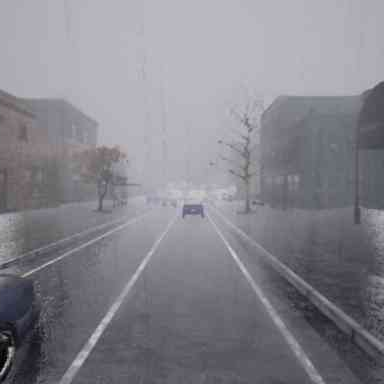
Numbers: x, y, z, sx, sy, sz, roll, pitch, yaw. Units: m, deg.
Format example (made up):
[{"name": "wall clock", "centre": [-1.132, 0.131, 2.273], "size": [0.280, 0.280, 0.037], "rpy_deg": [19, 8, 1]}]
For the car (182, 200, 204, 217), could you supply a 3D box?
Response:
[{"name": "car", "centre": [0.101, 1.442, 31.009], "size": [1.882, 1.535, 5.008], "rpy_deg": [0, 0, 0]}]

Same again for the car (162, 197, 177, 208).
[{"name": "car", "centre": [-3.076, 1.437, 46.309], "size": [2.128, 1.511, 4.902], "rpy_deg": [0, 0, 0]}]

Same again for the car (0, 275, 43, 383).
[{"name": "car", "centre": [-3.100, 1.547, 2.538], "size": [2.033, 1.411, 5.357], "rpy_deg": [0, 0, 0]}]
